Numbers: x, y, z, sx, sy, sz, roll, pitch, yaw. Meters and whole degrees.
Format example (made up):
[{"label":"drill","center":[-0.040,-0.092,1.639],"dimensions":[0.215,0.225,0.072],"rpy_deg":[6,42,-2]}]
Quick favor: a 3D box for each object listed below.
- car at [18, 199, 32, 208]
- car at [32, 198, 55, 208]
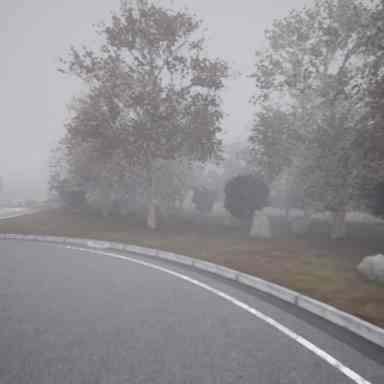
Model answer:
[{"label":"car","center":[-28.181,1.874,56.877],"dimensions":[2.128,1.511,4.902],"rpy_deg":[-1,0,-10]},{"label":"car","center":[-24.113,1.792,54.445],"dimensions":[1.882,1.535,5.008],"rpy_deg":[-1,0,-10]}]
